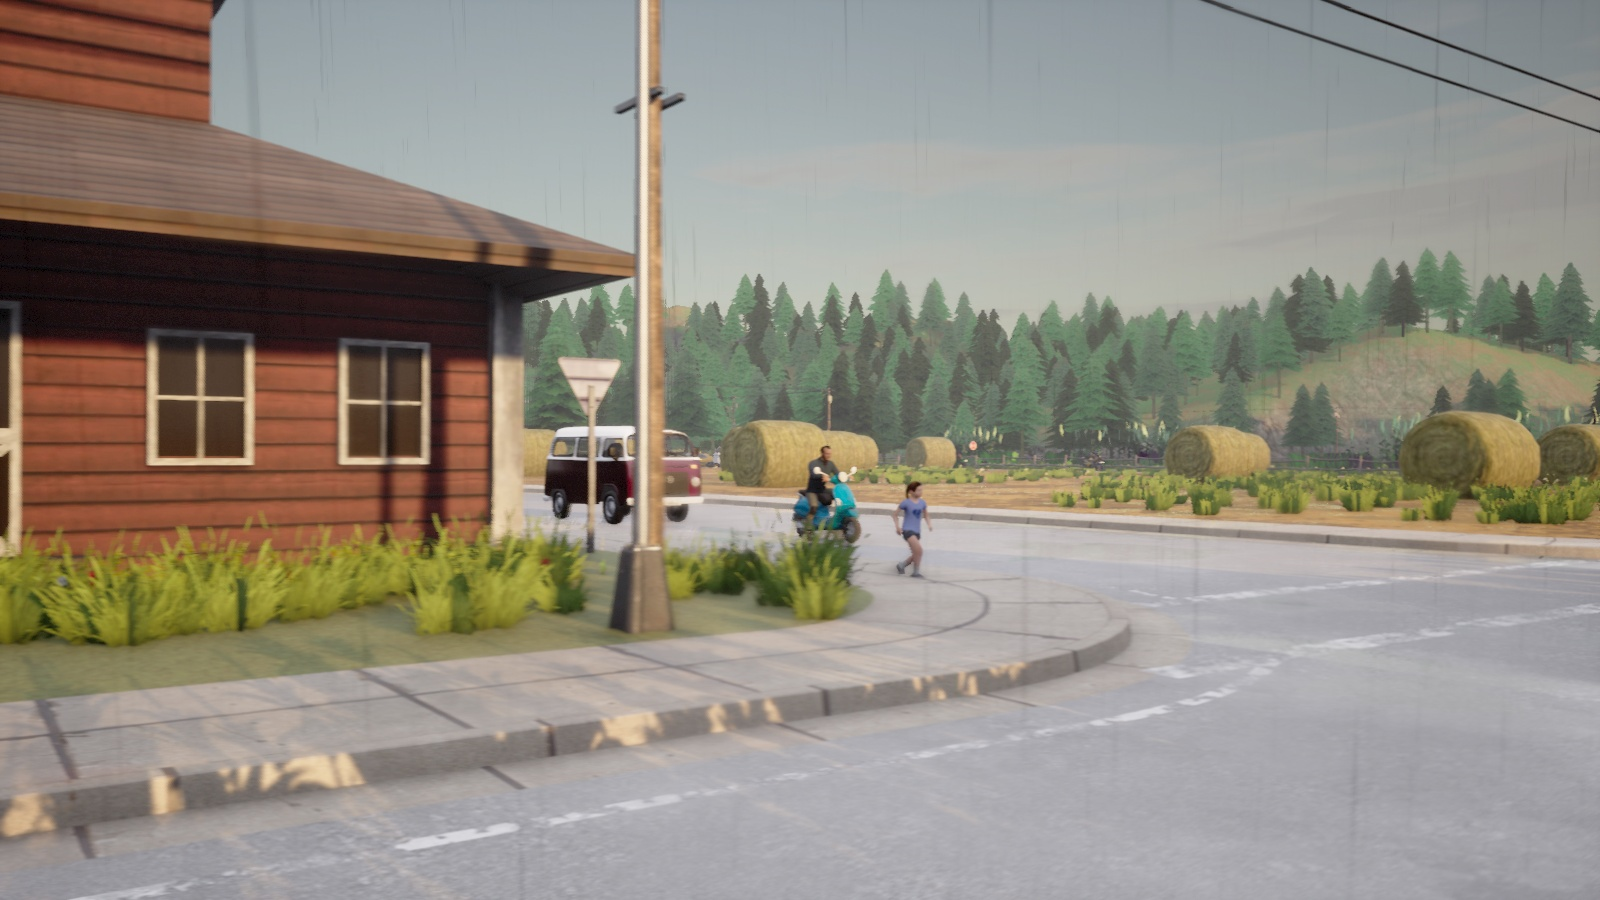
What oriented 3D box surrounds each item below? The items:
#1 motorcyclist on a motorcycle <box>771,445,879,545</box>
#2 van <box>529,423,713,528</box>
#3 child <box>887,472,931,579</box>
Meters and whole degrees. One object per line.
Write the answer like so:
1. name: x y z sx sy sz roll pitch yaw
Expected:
1. motorcyclist on a motorcycle: 0.393 0.716 20.847 0.866 1.590 1.817 0 0 -36
2. van: -3.916 0.509 26.843 2.069 2.038 4.480 0 0 -36
3. child: 1.151 0.786 13.255 0.255 1.110 0.394 0 0 -42
